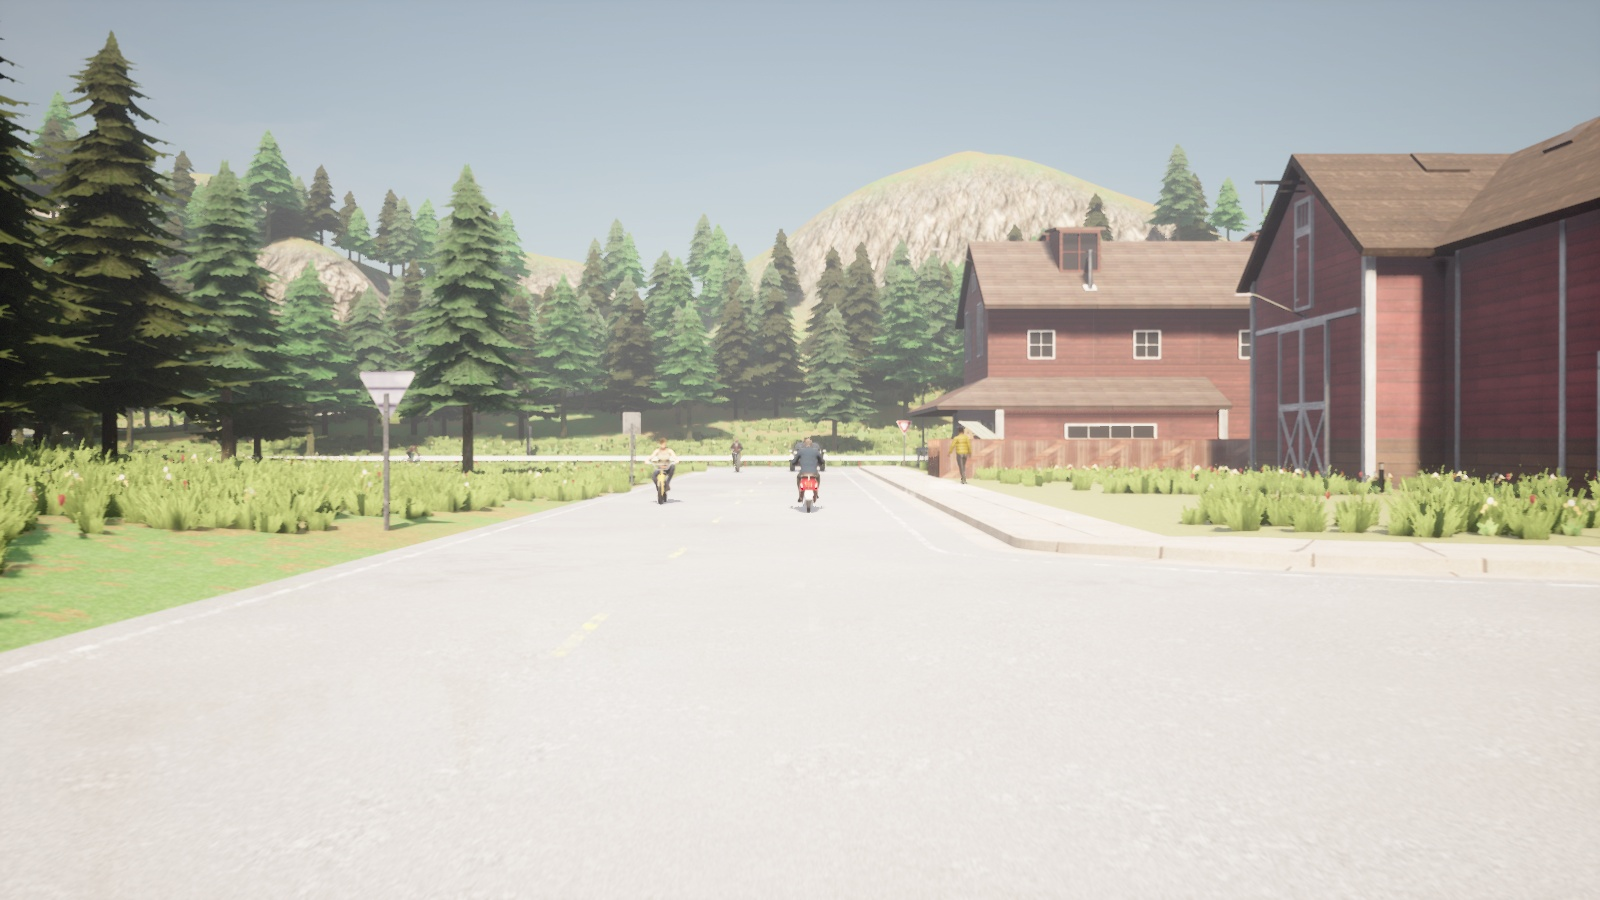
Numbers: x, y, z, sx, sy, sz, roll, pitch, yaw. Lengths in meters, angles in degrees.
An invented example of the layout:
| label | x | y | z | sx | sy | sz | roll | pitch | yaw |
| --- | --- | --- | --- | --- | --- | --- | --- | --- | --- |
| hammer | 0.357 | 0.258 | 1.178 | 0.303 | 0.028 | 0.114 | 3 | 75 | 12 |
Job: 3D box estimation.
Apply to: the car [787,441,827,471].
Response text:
| label | x | y | z | sx | sy | sz | roll | pitch | yaw |
| --- | --- | --- | --- | --- | --- | --- | --- | --- | --- |
| car | 0.389 | 0.297 | 65.678 | 2.007 | 1.525 | 4.514 | 0 | 0 | 0 |

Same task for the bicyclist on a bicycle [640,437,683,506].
| label | x | y | z | sx | sy | sz | roll | pitch | yaw |
| --- | --- | --- | --- | --- | --- | --- | --- | --- | --- |
| bicyclist on a bicycle | -3.318 | 0.498 | 30.220 | 0.866 | 1.612 | 1.509 | 0 | 0 | 0 |

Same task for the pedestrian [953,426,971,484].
| label | x | y | z | sx | sy | sz | roll | pitch | yaw |
| --- | --- | --- | --- | --- | --- | --- | --- | --- | --- |
| pedestrian | 5.170 | 0.165 | 39.988 | 0.431 | 1.840 | 0.709 | 0 | 0 | -5 |

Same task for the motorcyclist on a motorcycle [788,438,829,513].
| label | x | y | z | sx | sy | sz | roll | pitch | yaw |
| --- | --- | --- | --- | --- | --- | --- | --- | --- | --- |
| motorcyclist on a motorcycle | 0.185 | 0.534 | 27.513 | 0.866 | 1.590 | 1.817 | 0 | 0 | 0 |
